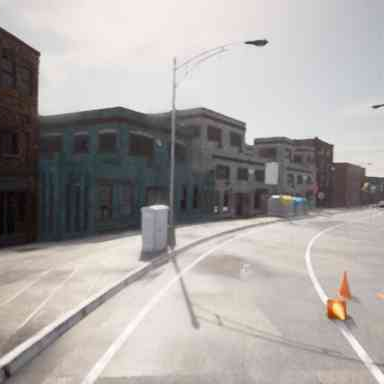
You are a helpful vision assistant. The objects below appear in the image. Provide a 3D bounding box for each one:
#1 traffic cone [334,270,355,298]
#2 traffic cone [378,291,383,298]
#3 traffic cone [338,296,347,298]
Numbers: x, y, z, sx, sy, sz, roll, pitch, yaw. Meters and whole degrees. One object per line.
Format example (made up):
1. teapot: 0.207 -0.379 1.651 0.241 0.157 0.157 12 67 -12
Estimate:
1. traffic cone: 3.459 2.056 7.536 0.340 0.580 0.340 2 0 1
2. traffic cone: 4.458 2.087 7.510 0.340 0.580 0.340 2 0 1
3. traffic cone: 2.601 2.148 5.858 0.340 0.340 0.580 2 0 12
